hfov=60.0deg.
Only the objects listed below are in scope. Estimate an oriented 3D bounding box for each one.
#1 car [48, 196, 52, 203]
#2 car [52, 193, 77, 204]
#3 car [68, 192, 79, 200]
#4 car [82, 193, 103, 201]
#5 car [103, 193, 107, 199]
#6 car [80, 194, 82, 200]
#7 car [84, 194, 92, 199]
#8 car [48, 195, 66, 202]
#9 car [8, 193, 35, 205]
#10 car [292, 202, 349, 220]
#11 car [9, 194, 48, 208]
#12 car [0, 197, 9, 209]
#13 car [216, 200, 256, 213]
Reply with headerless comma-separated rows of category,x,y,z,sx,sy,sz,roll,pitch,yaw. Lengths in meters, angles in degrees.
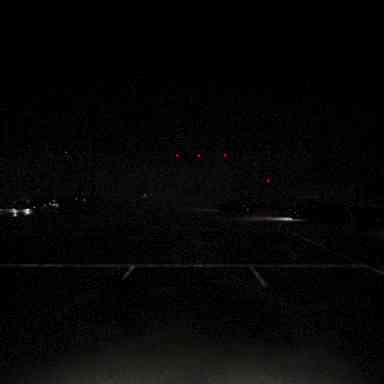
car,-24.627,1.306,55.597,2.033,1.411,5.357,0,0,0
car,-21.131,1.262,55.767,1.837,1.490,4.892,0,1,0
car,-29.950,0.978,84.227,2.097,1.767,4.553,0,0,-14
car,-21.114,1.284,70.553,1.895,1.301,4.718,0,0,0
car,-23.098,0.972,85.664,2.097,1.767,4.553,0,0,-14
car,-24.620,1.164,71.043,1.882,1.535,5.008,0,0,0
car,-26.748,1.140,85.743,1.812,1.442,4.674,0,0,-14
car,-28.095,1.288,69.553,1.895,1.301,4.718,0,0,0
car,-28.119,1.114,55.138,2.097,1.767,4.553,0,0,0
car,10.202,1.466,26.545,4.181,1.385,1.994,0,0,2
car,-21.137,1.170,43.185,2.097,1.767,4.553,0,0,0
car,-24.631,1.345,42.936,1.812,1.442,4.674,0,0,0
car,4.543,1.459,35.188,1.895,1.301,4.718,0,0,-30
